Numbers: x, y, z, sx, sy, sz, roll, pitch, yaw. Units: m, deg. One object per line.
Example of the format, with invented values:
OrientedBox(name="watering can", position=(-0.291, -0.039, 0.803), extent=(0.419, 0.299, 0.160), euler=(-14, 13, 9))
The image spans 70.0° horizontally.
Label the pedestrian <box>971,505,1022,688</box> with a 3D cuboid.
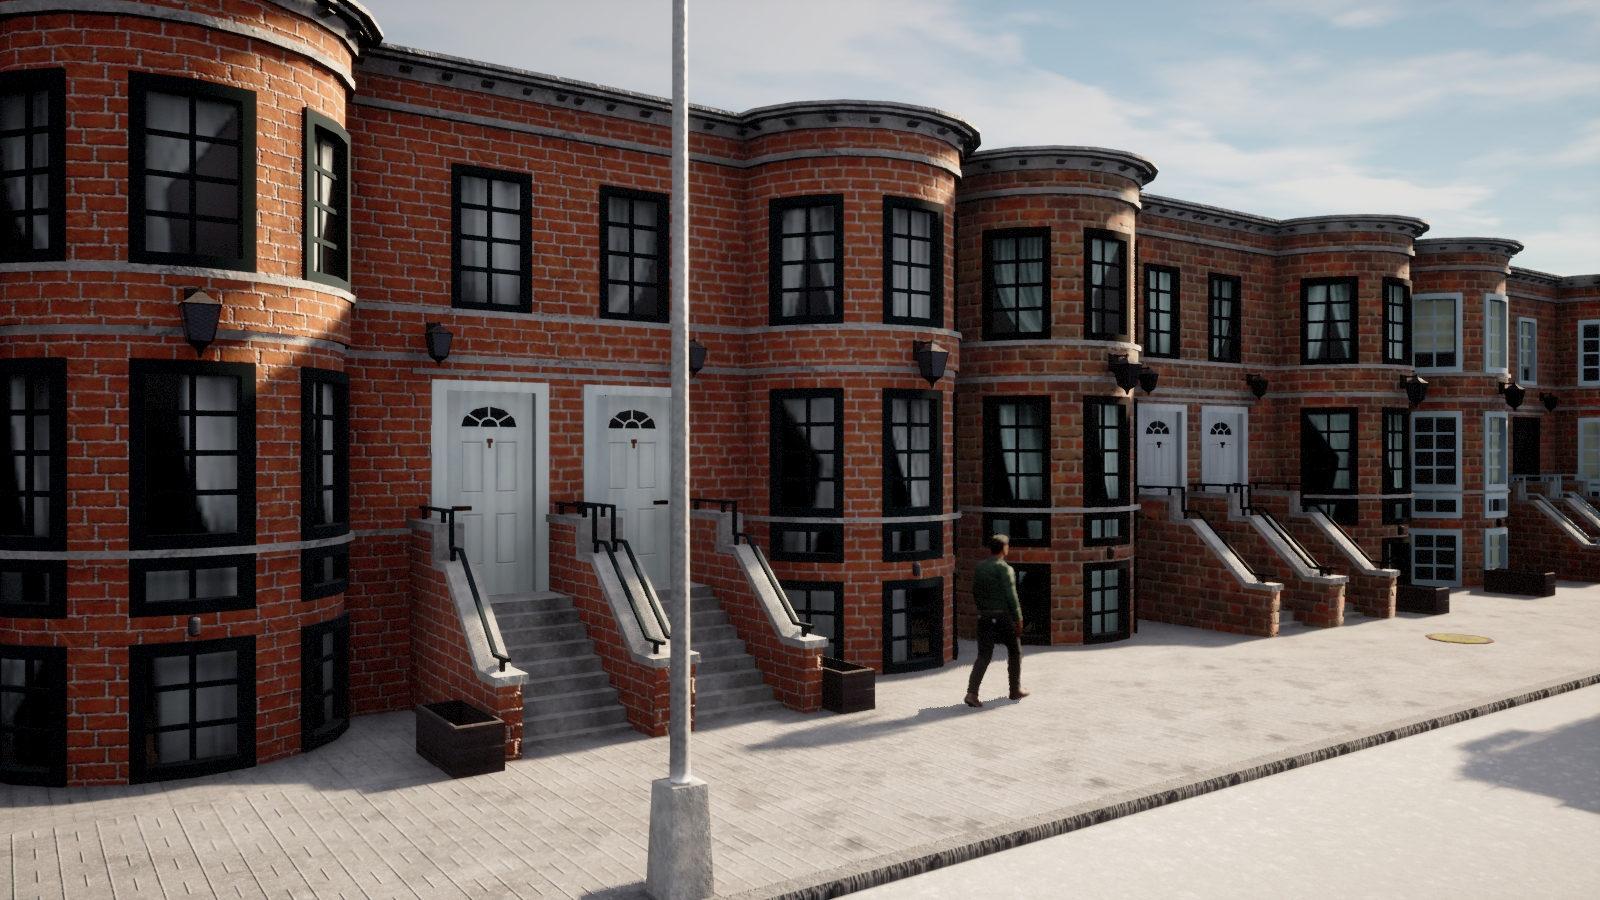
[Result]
OrientedBox(name="pedestrian", position=(2.061, 1.521, 12.012), extent=(0.375, 1.860, 0.375), euler=(0, 0, -38))
